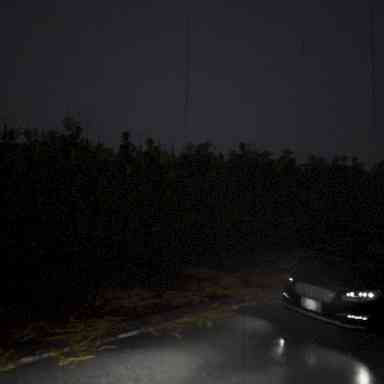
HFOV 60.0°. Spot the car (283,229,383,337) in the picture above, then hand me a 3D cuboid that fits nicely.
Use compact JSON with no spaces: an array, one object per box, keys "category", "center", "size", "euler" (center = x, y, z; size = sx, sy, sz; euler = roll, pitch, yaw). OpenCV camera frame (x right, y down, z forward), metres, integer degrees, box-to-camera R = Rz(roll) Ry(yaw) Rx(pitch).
[{"category":"car","center":[3.904,1.557,6.743],"size":[4.902,1.511,2.128],"euler":[1,0,-35]}]
